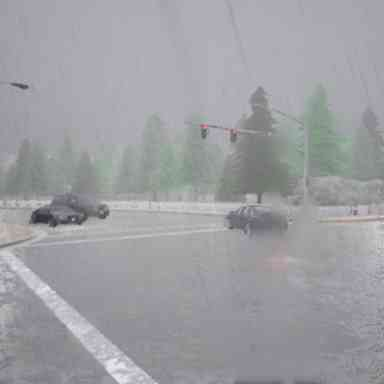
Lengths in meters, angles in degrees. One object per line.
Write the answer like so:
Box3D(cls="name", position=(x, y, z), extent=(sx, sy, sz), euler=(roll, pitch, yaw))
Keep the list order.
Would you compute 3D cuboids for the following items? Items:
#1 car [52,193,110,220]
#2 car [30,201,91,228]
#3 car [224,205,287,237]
Box3D(cls="car", position=(-9.051, 1.158, 26.666), extent=(5.566, 2.045, 2.150), euler=(1, 1, 35))
Box3D(cls="car", position=(-8.880, 1.509, 21.906), extent=(4.181, 1.385, 1.994), euler=(0, 0, 40))
Box3D(cls="car", position=(3.316, 1.466, 18.032), extent=(1.837, 1.490, 4.892), euler=(2, 0, -15))
